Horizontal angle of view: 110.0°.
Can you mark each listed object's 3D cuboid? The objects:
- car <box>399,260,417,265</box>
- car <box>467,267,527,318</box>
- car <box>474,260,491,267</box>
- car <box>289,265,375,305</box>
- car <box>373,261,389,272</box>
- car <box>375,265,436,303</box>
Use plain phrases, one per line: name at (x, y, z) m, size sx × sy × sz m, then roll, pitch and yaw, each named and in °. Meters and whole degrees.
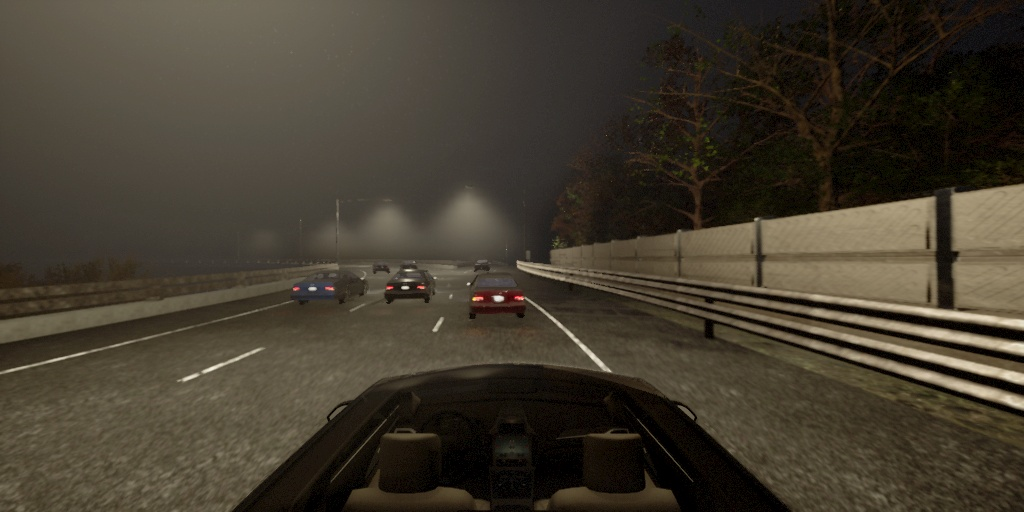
car at (-13.581, 1.287, 46.786) m, size 2.128 × 1.511 × 4.902 m, roll 0°, pitch 0°, yaw -24°
car at (-0.648, 1.300, 13.052) m, size 2.033 × 1.411 × 5.357 m, roll 0°, pitch 0°, yaw -6°
car at (-3.803, 1.256, 46.543) m, size 2.128 × 1.511 × 4.902 m, roll 0°, pitch 0°, yaw -1°
car at (-8.117, 1.326, 16.422) m, size 2.033 × 1.411 × 5.357 m, roll 0°, pitch 0°, yaw -8°
car at (-16.137, 1.356, 44.115) m, size 2.033 × 1.411 × 5.357 m, roll 0°, pitch 0°, yaw -24°
car at (-4.637, 1.314, 16.806) m, size 2.033 × 1.411 × 5.357 m, roll 0°, pitch 0°, yaw -8°
